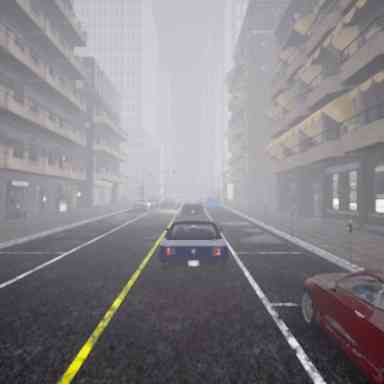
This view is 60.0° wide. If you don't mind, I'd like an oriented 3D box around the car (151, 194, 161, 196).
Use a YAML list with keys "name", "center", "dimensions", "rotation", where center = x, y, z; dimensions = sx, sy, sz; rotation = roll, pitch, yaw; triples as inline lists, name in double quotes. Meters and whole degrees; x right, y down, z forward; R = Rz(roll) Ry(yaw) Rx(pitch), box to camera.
- name: "car"
  center: [-5.641, 1.433, 48.345]
  dimensions: [1.947, 1.339, 4.313]
  rotation: [1, 0, 0]

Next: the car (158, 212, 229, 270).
- name: "car"
  center: [0.062, 1.571, 10.921]
  dimensions: [1.895, 1.301, 4.718]
  rotation: [0, 0, 0]

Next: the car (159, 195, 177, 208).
- name: "car"
  center: [-3.086, 1.478, 44.726]
  dimensions: [1.895, 1.301, 4.718]
  rotation: [0, 0, 0]

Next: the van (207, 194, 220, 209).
- name: "van"
  center: [2.710, 1.223, 42.857]
  dimensions: [1.690, 1.788, 3.998]
  rotation: [1, 0, 0]

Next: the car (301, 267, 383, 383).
- name: "car"
  center: [2.704, 1.571, 4.075]
  dimensions: [1.802, 1.307, 4.206]
  rotation: [1, 0, 0]

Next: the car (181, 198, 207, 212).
- name: "car"
  center: [0.078, 1.398, 28.973]
  dimensions: [1.882, 1.535, 5.008]
  rotation: [0, 0, 0]

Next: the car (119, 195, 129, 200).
- name: "car"
  center: [-16.487, 1.287, 76.533]
  dimensions: [4.097, 1.590, 1.967]
  rotation: [0, -1, 0]

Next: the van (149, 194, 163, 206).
- name: "van"
  center: [-5.806, 1.193, 53.886]
  dimensions: [1.690, 1.788, 3.998]
  rotation: [1, 0, 0]

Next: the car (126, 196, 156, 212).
- name: "car"
  center: [-5.641, 1.449, 37.265]
  dimensions: [2.008, 1.369, 4.403]
  rotation: [1, 0, 0]

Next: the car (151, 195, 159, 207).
- name: "car"
  center: [-5.641, 1.465, 42.806]
  dimensions: [1.802, 1.307, 4.206]
  rotation: [1, 0, 0]
